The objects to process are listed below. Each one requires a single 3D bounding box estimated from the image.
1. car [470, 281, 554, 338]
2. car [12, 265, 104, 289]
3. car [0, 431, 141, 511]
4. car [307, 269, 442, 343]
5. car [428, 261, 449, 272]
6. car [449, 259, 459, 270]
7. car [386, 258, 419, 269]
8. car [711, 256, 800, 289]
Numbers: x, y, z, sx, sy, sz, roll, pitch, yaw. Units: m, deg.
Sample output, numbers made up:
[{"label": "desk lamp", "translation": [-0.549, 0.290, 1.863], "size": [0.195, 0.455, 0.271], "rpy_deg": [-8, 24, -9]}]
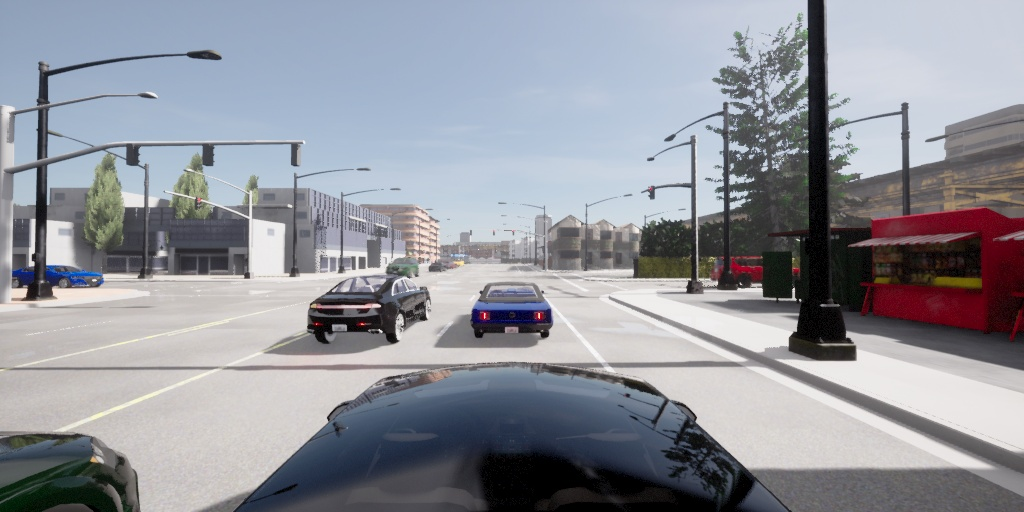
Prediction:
[{"label": "car", "translation": [-0.010, 1.365, 10.185], "size": [1.895, 1.301, 4.718], "rpy_deg": [0, 0, 0]}, {"label": "car", "translation": [-29.746, 1.316, 23.405], "size": [5.008, 1.535, 1.882], "rpy_deg": [0, -1, 0]}, {"label": "car", "translation": [-3.373, 1.314, 0.538], "size": [1.994, 1.385, 4.181], "rpy_deg": [0, 0, -1]}, {"label": "car", "translation": [-3.511, 1.257, 9.707], "size": [2.128, 1.511, 4.902], "rpy_deg": [0, 0, 0]}, {"label": "car", "translation": [-11.115, 1.642, 53.407], "size": [1.882, 1.535, 5.008], "rpy_deg": [0, -1, 0]}, {"label": "car", "translation": [-11.186, 1.664, 64.278], "size": [1.812, 1.442, 4.674], "rpy_deg": [0, 1, 0]}, {"label": "car", "translation": [-10.945, 1.230, 36.258], "size": [2.150, 2.045, 5.566], "rpy_deg": [0, -1, -1]}, {"label": "car", "translation": [16.075, 1.054, 23.498], "size": [5.566, 2.045, 2.150], "rpy_deg": [0, -1, 0]}]
